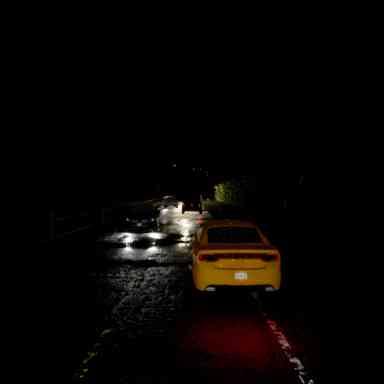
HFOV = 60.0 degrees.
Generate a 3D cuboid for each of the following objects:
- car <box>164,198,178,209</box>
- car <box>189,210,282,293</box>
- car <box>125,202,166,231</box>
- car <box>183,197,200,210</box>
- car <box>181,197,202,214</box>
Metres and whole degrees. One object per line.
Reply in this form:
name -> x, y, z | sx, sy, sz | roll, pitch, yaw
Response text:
car -> -2.848, 1.526, 45.973 | 1.812, 1.442, 4.674 | 0, 0, 0
car -> 0.944, 1.477, 8.925 | 1.882, 1.535, 5.008 | 0, 0, 0
car -> -2.894, 1.525, 20.551 | 1.812, 1.442, 4.674 | 0, 0, 0
car -> -0.033, 1.492, 45.039 | 2.128, 1.511, 4.902 | 0, 0, 0
car -> -0.003, 1.352, 35.079 | 2.097, 1.767, 4.553 | 0, 0, 0
